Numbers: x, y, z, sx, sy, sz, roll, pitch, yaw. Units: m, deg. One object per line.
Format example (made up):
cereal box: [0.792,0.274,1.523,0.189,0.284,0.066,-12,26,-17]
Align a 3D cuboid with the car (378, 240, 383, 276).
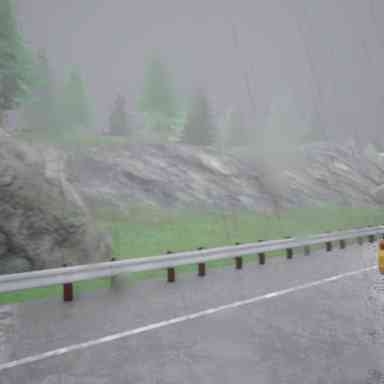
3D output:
car: [6.771,1.477,8.657,5.008,1.535,1.882,0,0,-36]
